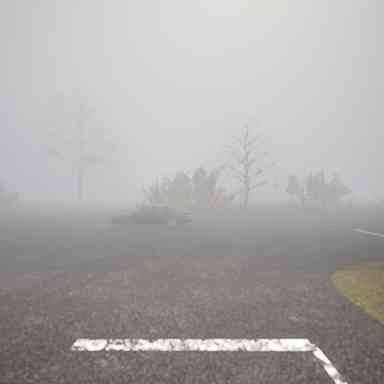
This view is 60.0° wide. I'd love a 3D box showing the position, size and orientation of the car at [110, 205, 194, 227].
[{"bbox_3d":[-2.561,1.542,21.823,5.357,1.411,2.033,0,0,-1],"label":"car"}]
